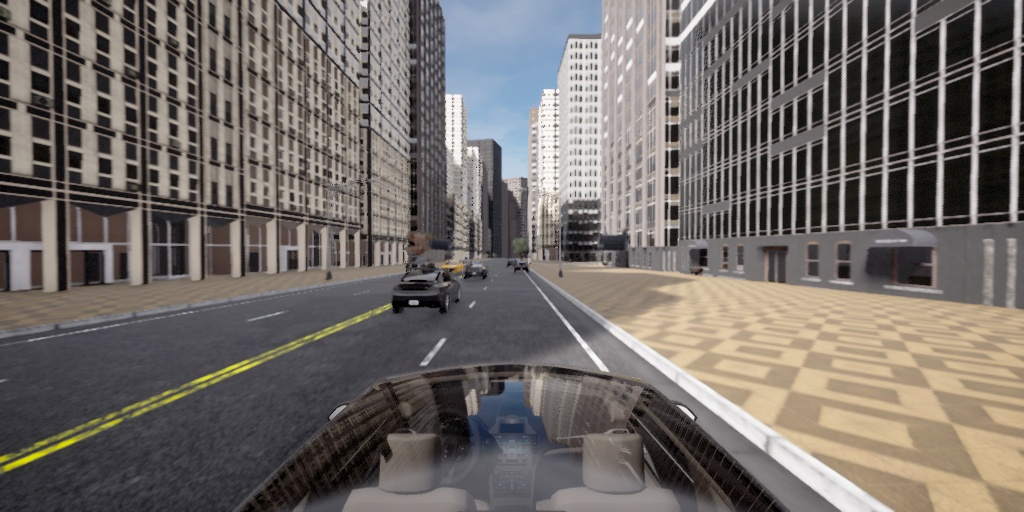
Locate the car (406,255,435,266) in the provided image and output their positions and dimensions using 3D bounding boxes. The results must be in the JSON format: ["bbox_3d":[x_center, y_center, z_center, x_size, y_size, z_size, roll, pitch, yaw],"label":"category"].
[{"bbox_3d":[-9.848,0.966,38.945,2.150,2.045,5.566,0,0,0],"label":"car"}]

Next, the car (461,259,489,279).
[{"bbox_3d":[-3.162,1.273,32.318,1.812,1.442,4.674,0,0,0],"label":"car"}]

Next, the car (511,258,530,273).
[{"bbox_3d":[1.119,1.253,43.730,1.837,1.490,4.892,0,0,0],"label":"car"}]

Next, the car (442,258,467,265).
[{"bbox_3d":[-6.594,1.224,39.706,1.882,1.535,5.008,0,0,0],"label":"car"}]

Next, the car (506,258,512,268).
[{"bbox_3d":[-0.023,1.241,63.387,1.837,1.490,4.892,0,0,0],"label":"car"}]

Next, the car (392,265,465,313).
[{"bbox_3d":[-3.155,1.253,13.925,1.837,1.490,4.892,0,0,0],"label":"car"}]
